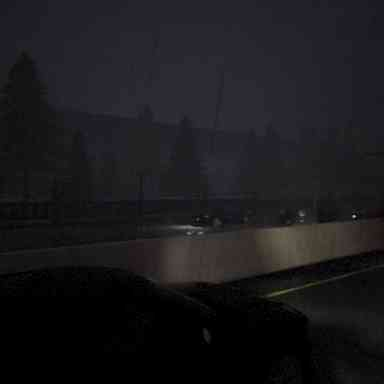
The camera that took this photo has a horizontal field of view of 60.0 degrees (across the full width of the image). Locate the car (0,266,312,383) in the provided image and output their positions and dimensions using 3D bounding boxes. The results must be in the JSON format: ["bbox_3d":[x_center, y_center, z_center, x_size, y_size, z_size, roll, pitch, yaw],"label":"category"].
[{"bbox_3d":[-0.947,1.475,3.071,5.008,1.535,1.882,0,0,-35],"label":"car"}]

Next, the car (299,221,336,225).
[{"bbox_3d":[7.986,1.331,22.409,4.553,1.767,2.097,0,0,-35],"label":"car"}]
